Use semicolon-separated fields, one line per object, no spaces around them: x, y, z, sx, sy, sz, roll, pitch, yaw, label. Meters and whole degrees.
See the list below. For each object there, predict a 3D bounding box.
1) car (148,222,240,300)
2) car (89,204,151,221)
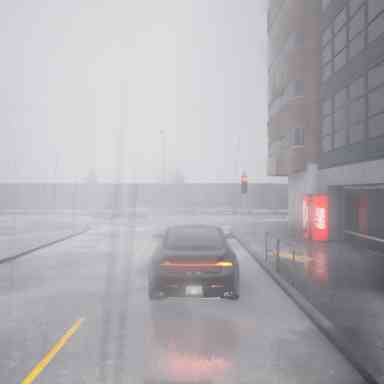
0.055;1.505;8.361;1.837;1.490;4.892;0;0;1;car
-5.691;1.601;26.762;4.718;1.301;1.895;0;0;0;car
